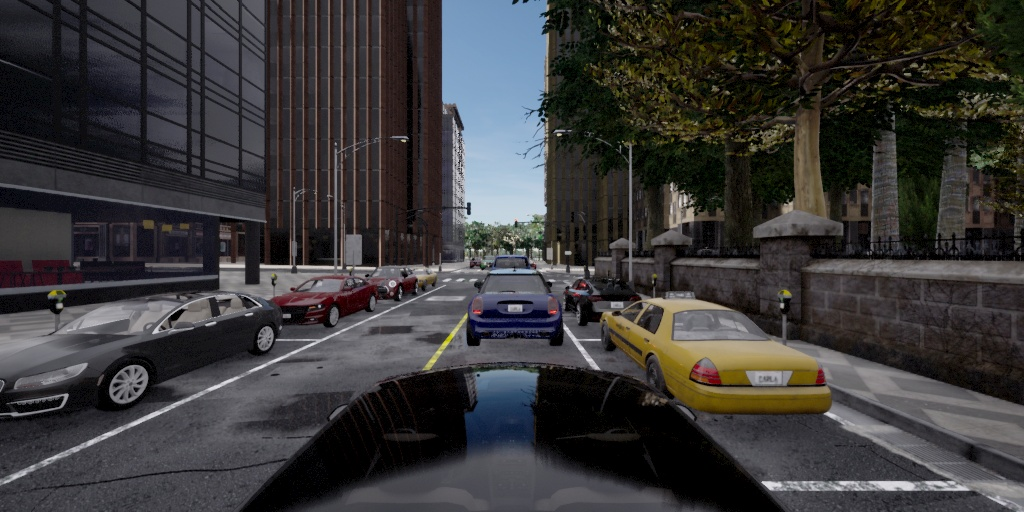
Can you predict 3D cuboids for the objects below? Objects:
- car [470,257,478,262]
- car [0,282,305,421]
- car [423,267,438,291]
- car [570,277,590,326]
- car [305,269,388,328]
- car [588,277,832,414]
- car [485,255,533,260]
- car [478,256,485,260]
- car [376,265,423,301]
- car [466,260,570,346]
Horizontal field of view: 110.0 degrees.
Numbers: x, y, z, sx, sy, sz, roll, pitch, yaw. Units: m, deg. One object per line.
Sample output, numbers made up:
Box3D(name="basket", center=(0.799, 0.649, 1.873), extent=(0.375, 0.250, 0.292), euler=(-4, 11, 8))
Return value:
Box3D(name="car", center=(-5.864, 1.079, 59.754), extent=(2.192, 1.841, 5.009), euler=(0, 0, 0))
Box3D(name="car", center=(-5.770, 1.300, 5.976), extent=(2.007, 1.370, 4.403), euler=(0, 0, 0))
Box3D(name="car", center=(-5.799, 1.277, 22.176), extent=(1.751, 1.417, 4.829), euler=(0, 0, 0))
Box3D(name="car", center=(2.745, 1.316, 11.450), extent=(1.948, 1.339, 4.313), euler=(0, 0, 0))
Box3D(name="car", center=(-5.780, 1.295, 11.433), extent=(1.888, 1.381, 4.507), euler=(0, 0, 0))
Box3D(name="car", center=(2.755, 1.275, 6.163), extent=(1.751, 1.417, 4.829), euler=(0, 0, 0))
Box3D(name="car", center=(-0.025, 0.973, 18.987), extent=(2.150, 2.045, 5.566), euler=(0, 0, 0))
Box3D(name="car", center=(-3.189, 0.982, 51.229), extent=(2.150, 2.045, 5.566), euler=(0, 0, -1))
Box3D(name="car", center=(-5.789, 1.190, 16.890), extent=(1.967, 1.591, 4.097), euler=(0, 0, 0))
Box3D(name="car", center=(0.039, 1.102, 9.553), extent=(2.097, 1.767, 4.553), euler=(0, 0, -1))
